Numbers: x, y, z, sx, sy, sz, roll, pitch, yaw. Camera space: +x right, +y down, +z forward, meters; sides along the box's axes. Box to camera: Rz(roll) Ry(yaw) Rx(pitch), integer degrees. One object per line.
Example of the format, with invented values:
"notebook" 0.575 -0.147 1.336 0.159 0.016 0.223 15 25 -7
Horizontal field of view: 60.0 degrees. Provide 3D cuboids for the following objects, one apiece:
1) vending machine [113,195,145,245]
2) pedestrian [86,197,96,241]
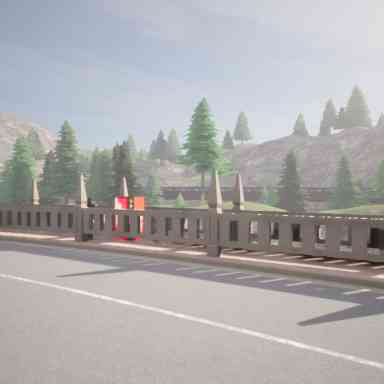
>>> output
"vending machine" -2.768 1.189 14.714 0.880 2.100 1.100 1 0 29
"pedestrian" -4.396 1.136 14.273 0.375 1.860 0.375 1 1 28
